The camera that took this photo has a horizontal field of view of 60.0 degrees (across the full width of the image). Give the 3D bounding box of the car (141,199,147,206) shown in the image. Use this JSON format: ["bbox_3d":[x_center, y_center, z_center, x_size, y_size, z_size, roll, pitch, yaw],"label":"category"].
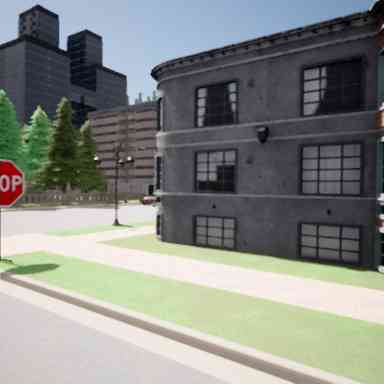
[{"bbox_3d":[-4.565,1.153,43.573,1.895,1.301,4.718,1,1,34],"label":"car"}]

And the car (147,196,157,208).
[{"bbox_3d":[-2.837,1.138,39.868,1.812,1.442,4.674,1,1,34],"label":"car"}]
